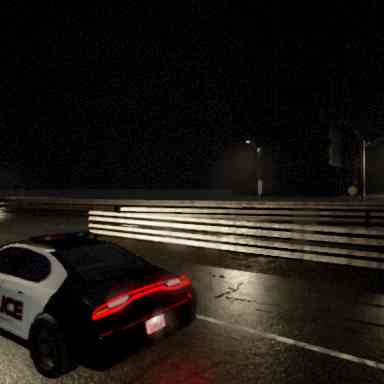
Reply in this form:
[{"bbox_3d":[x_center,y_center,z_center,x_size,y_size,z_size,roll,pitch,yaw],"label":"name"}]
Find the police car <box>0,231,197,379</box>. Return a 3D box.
[{"bbox_3d":[-2.419,1.463,5.598,4.974,1.542,2.038,1,0,36],"label":"police car"}]
